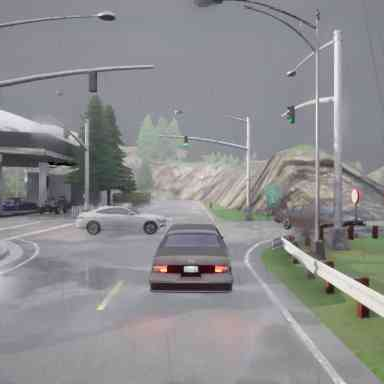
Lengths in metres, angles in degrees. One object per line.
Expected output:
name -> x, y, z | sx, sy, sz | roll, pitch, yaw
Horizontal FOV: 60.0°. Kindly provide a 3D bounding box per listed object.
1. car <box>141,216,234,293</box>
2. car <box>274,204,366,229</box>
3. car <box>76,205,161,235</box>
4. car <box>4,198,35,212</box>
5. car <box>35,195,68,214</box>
car -> 0.032, 1.547, 8.978 | 2.033, 1.411, 5.357 | 0, 0, 1
car -> 6.520, 1.359, 17.640 | 2.033, 1.411, 5.357 | 0, 0, -20
car -> -3.647, 1.415, 17.461 | 4.674, 1.442, 1.812 | 0, 0, -1
car -> -20.315, 1.480, 39.558 | 2.242, 1.667, 4.611 | 0, 0, -1
car -> -14.600, 1.313, 35.292 | 1.905, 1.878, 3.866 | 0, 0, -1
